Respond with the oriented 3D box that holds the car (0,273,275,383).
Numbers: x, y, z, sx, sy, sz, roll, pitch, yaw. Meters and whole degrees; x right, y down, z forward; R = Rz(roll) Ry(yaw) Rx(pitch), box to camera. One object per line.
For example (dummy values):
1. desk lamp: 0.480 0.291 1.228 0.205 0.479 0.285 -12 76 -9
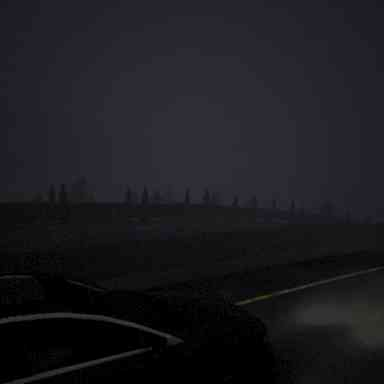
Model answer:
1. car: -1.374 1.490 2.766 4.902 1.511 2.128 0 0 -35
